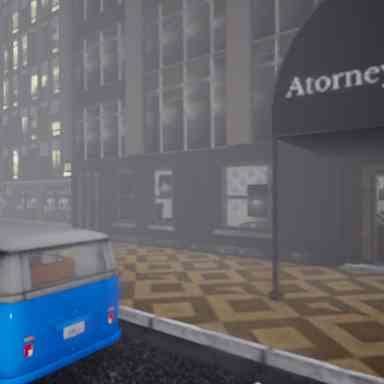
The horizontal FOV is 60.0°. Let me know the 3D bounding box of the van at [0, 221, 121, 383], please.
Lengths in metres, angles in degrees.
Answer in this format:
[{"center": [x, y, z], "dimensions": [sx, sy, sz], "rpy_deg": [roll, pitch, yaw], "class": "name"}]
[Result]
[{"center": [-2.870, 1.366, 4.918], "dimensions": [3.998, 1.788, 1.690], "rpy_deg": [0, 0, 35], "class": "van"}]
